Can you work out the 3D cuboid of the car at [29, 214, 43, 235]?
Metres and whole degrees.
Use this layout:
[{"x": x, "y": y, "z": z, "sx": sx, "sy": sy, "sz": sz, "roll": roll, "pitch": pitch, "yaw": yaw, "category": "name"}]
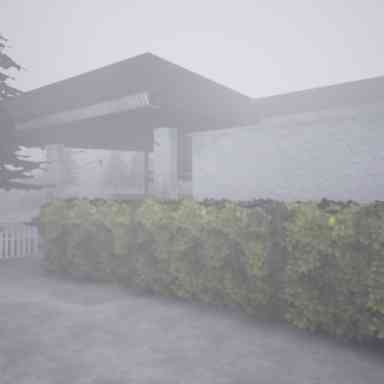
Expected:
[{"x": -7.058, "y": 1.409, "z": 18.139, "sx": 3.866, "sy": 1.878, "sz": 1.905, "roll": 0, "pitch": 0, "yaw": 35, "category": "car"}]
